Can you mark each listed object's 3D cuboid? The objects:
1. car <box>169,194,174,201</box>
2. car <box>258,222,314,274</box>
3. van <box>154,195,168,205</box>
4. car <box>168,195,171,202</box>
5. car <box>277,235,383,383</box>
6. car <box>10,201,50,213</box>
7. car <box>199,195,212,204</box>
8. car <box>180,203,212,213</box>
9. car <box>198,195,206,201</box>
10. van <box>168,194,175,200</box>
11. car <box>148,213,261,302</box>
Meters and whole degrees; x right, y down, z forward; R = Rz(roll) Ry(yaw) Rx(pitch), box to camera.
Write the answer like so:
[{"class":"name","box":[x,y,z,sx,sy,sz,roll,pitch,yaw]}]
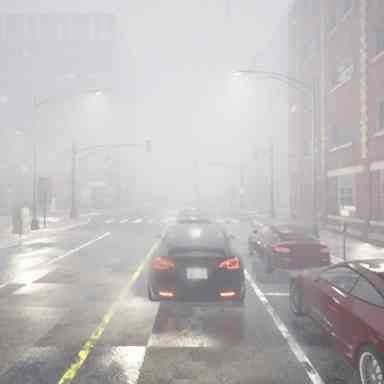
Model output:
[{"class":"car","box":[-5.757,1.585,76.494,1.802,1.307,4.206,1,0,0]},{"class":"car","box":[2.827,1.582,10.253,1.802,1.307,4.206,1,0,0]},{"class":"van","box":[-5.736,1.342,59.537,1.690,1.788,3.998,1,0,0]},{"class":"car","box":[-5.745,1.584,65.189,1.802,1.307,4.206,1,0,0]},{"class":"car","box":[2.663,1.582,4.597,1.802,1.307,4.206,1,0,0]},{"class":"car","box":[-18.750,1.718,38.614,4.313,1.339,1.947,0,-1,0]},{"class":"car","box":[2.641,1.526,59.677,1.752,1.417,4.829,1,0,0]},{"class":"car","box":[0.083,1.547,17.570,2.033,1.411,5.357,0,0,-1]},{"class":"car","box":[2.612,1.572,87.768,1.947,1.339,4.313,1,0,0]},{"class":"van","box":[-5.770,1.349,93.451,1.690,1.788,3.998,1,0,0]},{"class":"car","box":[0.092,1.503,8.298,2.163,1.488,4.792,0,0,0]}]
